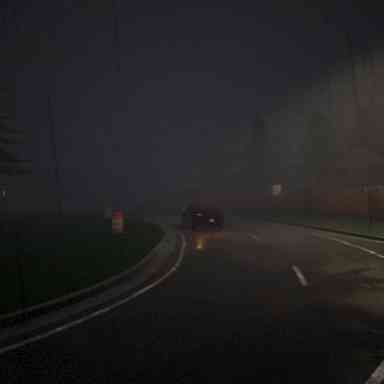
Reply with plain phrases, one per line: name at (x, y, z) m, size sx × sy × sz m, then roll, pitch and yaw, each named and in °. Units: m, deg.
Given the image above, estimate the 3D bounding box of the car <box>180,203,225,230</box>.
car at (0.561, 1.439, 21.082) m, size 1.882 × 1.535 × 5.008 m, roll 0°, pitch 0°, yaw -13°
